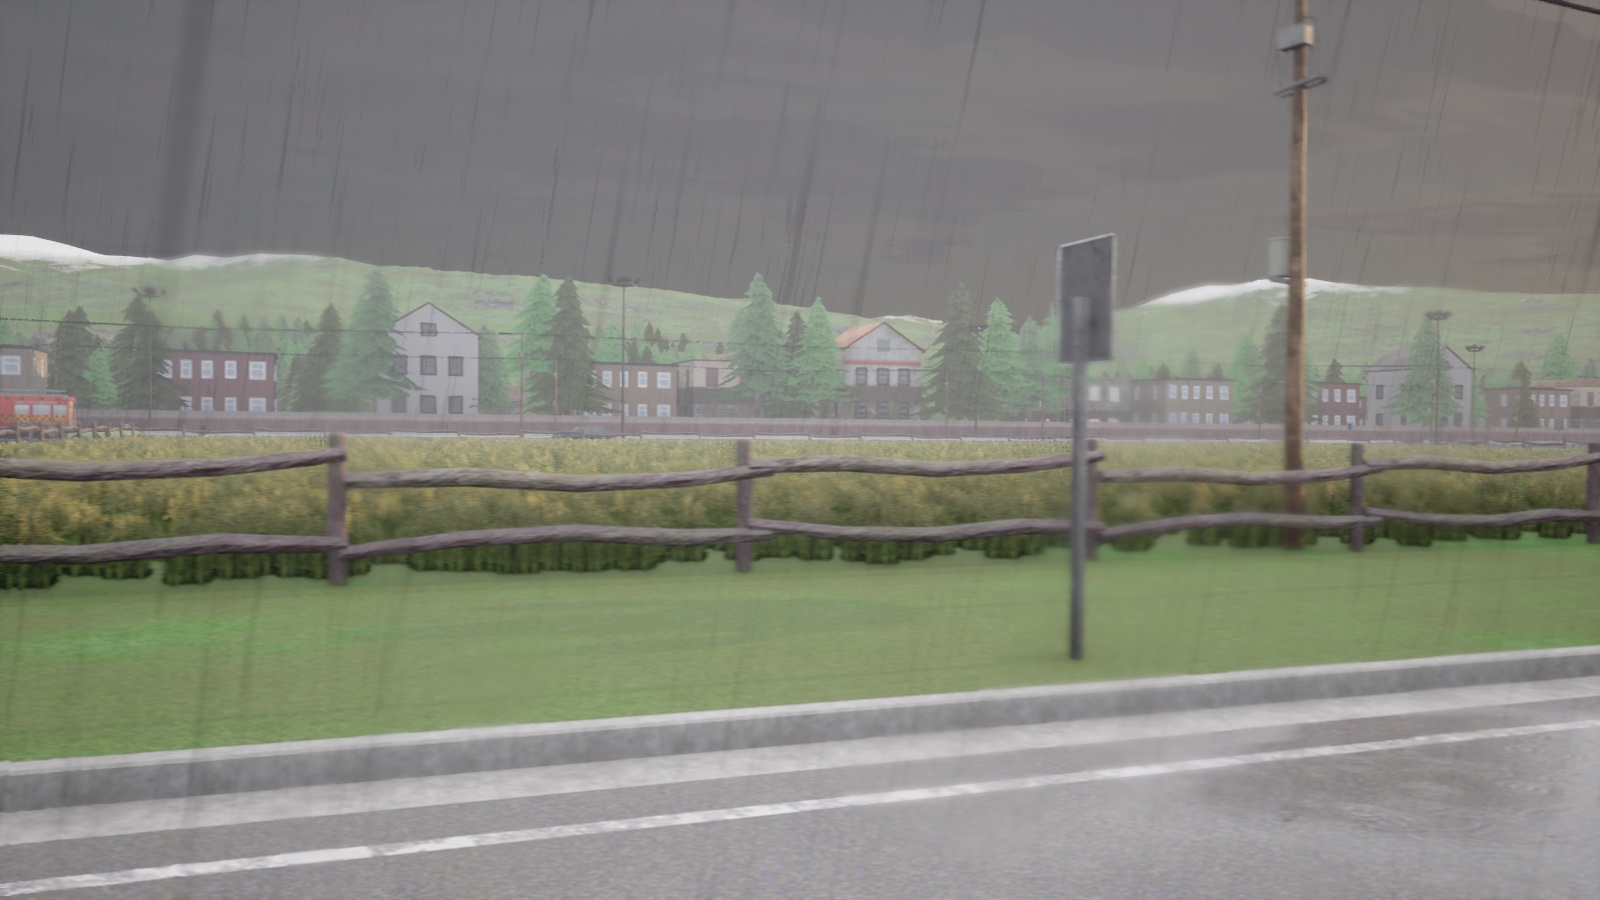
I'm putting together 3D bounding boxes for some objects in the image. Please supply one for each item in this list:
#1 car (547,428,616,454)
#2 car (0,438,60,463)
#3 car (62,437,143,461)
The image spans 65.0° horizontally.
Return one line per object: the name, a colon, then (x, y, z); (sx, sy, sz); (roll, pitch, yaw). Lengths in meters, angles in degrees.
car: (-15.549, -0.658, 89.378); (4.553, 1.767, 2.097); (-1, 1, -21)
car: (-49.662, 0.033, 80.346); (3.705, 1.549, 1.789); (-1, 1, -21)
car: (-47.169, -0.108, 85.015); (4.514, 1.525, 2.007); (-1, 1, -21)
